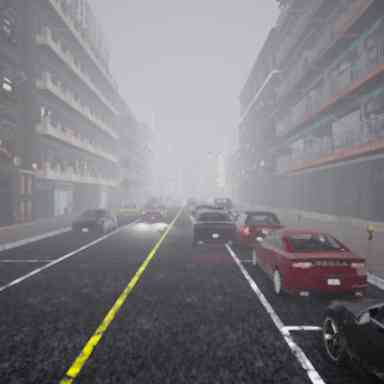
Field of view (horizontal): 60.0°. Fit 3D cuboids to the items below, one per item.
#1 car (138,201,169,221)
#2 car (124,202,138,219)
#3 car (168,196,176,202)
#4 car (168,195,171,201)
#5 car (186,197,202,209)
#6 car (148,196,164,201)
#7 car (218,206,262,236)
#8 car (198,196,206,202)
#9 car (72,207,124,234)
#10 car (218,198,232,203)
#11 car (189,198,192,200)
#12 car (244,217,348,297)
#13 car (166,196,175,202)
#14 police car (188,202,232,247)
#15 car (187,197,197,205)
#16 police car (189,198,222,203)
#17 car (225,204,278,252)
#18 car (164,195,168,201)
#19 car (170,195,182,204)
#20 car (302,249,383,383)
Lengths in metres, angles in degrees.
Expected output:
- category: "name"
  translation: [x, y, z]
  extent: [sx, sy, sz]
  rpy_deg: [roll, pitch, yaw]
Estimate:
- category: "car"
  translation: [-3.072, 1.725, 28.326]
  extent: [1.895, 1.301, 4.718]
  rpy_deg: [0, 0, 0]
- category: "car"
  translation: [-5.659, 1.660, 30.944]
  extent: [1.752, 1.417, 4.829]
  rpy_deg: [0, 0, 0]
- category: "car"
  translation: [-5.595, 1.928, 93.115]
  extent: [1.887, 1.381, 4.507]
  rpy_deg: [0, 0, 0]
- category: "car"
  translation: [-5.606, 1.655, 81.843]
  extent: [2.192, 1.841, 5.009]
  rpy_deg: [0, 0, 0]
- category: "car"
  translation: [0.051, 1.708, 50.878]
  extent: [2.128, 1.511, 4.902]
  rpy_deg: [0, 0, 0]
- category: "car"
  translation: [-5.641, 1.645, 48.025]
  extent: [1.967, 1.590, 4.097]
  rpy_deg: [0, 0, 0]
- category: "car"
  translation: [2.711, 1.639, 19.829]
  extent: [2.008, 1.369, 4.403]
  rpy_deg: [0, 0, 0]
- category: "car"
  translation: [2.785, 1.928, 93.102]
  extent: [1.887, 1.381, 4.507]
  rpy_deg: [0, 0, 0]
- category: "car"
  translation: [-5.670, 1.654, 19.841]
  extent: [1.947, 1.339, 4.313]
  rpy_deg: [0, 0, 0]
- category: "car"
  translation: [2.724, 1.451, 31.103]
  extent: [2.192, 1.841, 5.009]
  rpy_deg: [0, 0, 0]
- category: "car"
  translation: [0.857, 1.642, 31.328]
  extent: [1.837, 1.490, 4.892]
  rpy_deg: [0, 0, 0]
- category: "car"
  translation: [2.700, 1.584, 8.557]
  extent: [1.887, 1.381, 4.507]
  rpy_deg: [0, 0, 0]
- category: "car"
  translation: [-5.601, 1.802, 87.478]
  extent: [1.967, 1.590, 4.097]
  rpy_deg: [0, 0, 0]
- category: "police car"
  translation: [0.915, 1.494, 15.438]
  extent: [1.930, 1.638, 5.238]
  rpy_deg: [0, 0, 0]
- category: "car"
  translation: [0.066, 1.755, 65.876]
  extent: [1.882, 1.535, 5.008]
  rpy_deg: [0, 0, 0]
- category: "police car"
  translation: [0.925, 1.537, 25.438]
  extent: [1.930, 1.638, 5.238]
  rpy_deg: [0, 0, 0]
- category: "car"
  translation: [2.705, 1.504, 14.194]
  extent: [1.967, 1.590, 4.097]
  rpy_deg: [0, 0, 0]
- category: "car"
  translation: [-5.635, 1.543, 53.661]
  extent: [2.192, 1.841, 5.009]
  rpy_deg: [0, 0, 0]
- category: "car"
  translation: [-2.932, 1.827, 68.899]
  extent: [2.033, 1.411, 5.357]
  rpy_deg: [0, 0, 0]
- category: "car"
  translation: [2.693, 1.580, 2.920]
  extent: [1.947, 1.339, 4.313]
  rpy_deg: [0, 0, 0]
